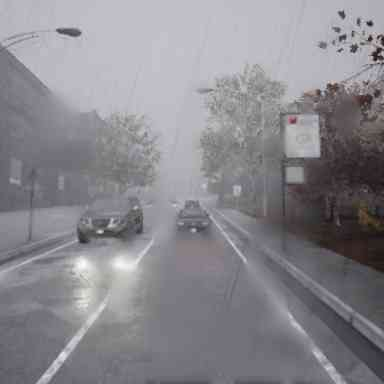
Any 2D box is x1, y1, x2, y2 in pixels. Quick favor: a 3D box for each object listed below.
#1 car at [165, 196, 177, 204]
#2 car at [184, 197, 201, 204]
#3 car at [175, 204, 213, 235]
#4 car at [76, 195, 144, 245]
[{"bbox_3d":[-3.641,1.453,58.587,1.994,1.385,4.181,0,0,1],"label":"car"},{"bbox_3d":[0.028,1.425,41.733,1.837,1.490,4.892,0,0,0],"label":"car"},{"bbox_3d":[0.070,1.566,18.418,1.895,1.301,4.718,0,0,0],"label":"car"},{"bbox_3d":[-3.626,1.192,15.833,2.150,2.045,5.566,0,0,0],"label":"car"}]
